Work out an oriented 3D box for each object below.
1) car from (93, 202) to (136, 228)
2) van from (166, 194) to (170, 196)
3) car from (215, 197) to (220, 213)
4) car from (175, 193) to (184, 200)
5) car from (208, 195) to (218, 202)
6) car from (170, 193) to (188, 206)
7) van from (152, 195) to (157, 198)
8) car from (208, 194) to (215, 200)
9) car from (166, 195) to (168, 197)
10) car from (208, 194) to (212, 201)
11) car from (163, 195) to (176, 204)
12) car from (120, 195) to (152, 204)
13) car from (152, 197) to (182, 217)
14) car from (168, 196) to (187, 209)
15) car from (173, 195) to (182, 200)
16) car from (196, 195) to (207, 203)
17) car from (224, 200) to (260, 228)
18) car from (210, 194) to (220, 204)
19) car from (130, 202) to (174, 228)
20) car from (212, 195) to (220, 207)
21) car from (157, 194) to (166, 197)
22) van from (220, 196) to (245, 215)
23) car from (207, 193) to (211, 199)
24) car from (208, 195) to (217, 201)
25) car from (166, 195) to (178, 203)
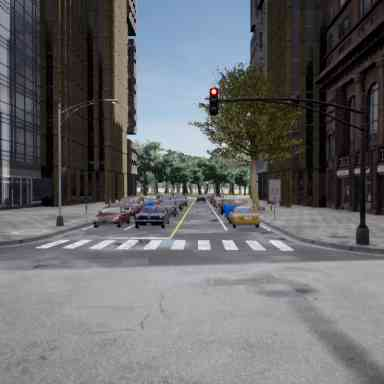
[{"bbox_3d":[-5.170,1.564,21.942,1.802,1.307,4.206,-1,0,1],"label":"car"},{"bbox_3d":[-4.305,1.249,56.010,1.690,1.788,3.998,0,0,1],"label":"van"},{"bbox_3d":[3.641,1.530,33.089,1.947,1.339,4.313,-1,0,1],"label":"car"},{"bbox_3d":[-3.438,1.123,90.076,2.192,1.841,5.009,0,0,1],"label":"car"},{"bbox_3d":[4.653,1.411,72.830,2.008,1.369,4.403,0,0,1],"label":"car"},{"bbox_3d":[-1.721,1.275,50.618,2.097,1.767,4.553,0,0,2],"label":"car"},{"bbox_3d":[-4.884,1.305,33.299,1.690,1.788,3.998,-1,0,1],"label":"van"},{"bbox_3d":[4.946,1.351,84.355,1.752,1.417,4.829,0,0,1],"label":"car"},{"bbox_3d":[-4.592,1.489,44.655,2.008,1.369,4.403,-1,0,1],"label":"car"},{"bbox_3d":[4.219,1.459,55.799,2.008,1.369,4.403,-1,0,1],"label":"car"},{"bbox_3d":[-4.160,1.333,61.687,1.967,1.590,4.097,0,0,1],"label":"car"},{"bbox_3d":[-5.029,1.288,27.620,2.192,1.841,5.009,-1,0,1],"label":"car"},{"bbox_3d":[-2.255,1.472,31.207,1.837,1.490,4.892,0,0,2],"label":"car"},{"bbox_3d":[-2.014,1.549,40.514,1.895,1.301,4.718,0,0,2],"label":"car"},{"bbox_3d":[-3.580,1.371,84.398,1.887,1.381,4.507,0,0,1],"label":"car"},{"bbox_3d":[1.820,1.385,65.877,1.837,1.490,4.892,0,0,1],"label":"car"},{"bbox_3d":[3.356,1.507,21.903,1.752,1.417,4.829,-1,0,1],"label":"car"},{"bbox_3d":[4.075,1.469,50.122,1.887,1.381,4.507,-1,0,1],"label":"car"},{"bbox_3d":[-2.497,1.583,21.871,1.895,1.301,4.718,0,0,2],"label":"car"},{"bbox_3d":[3.935,1.463,44.614,1.752,1.417,4.829,-1,0,1],"label":"car"},{"bbox_3d":[-4.739,1.267,38.976,2.192,1.841,5.009,-1,0,1],"label":"car"},{"bbox_3d":[3.494,1.315,27.412,1.690,1.788,3.998,-1,0,1],"label":"van"},{"bbox_3d":[4.362,1.208,61.475,2.192,1.841,5.009,-1,0,1],"label":"car"},{"bbox_3d":[4.798,1.425,78.508,1.802,1.307,4.206,0,0,1],"label":"car"},{"bbox_3d":[-4.014,1.421,67.365,1.887,1.381,4.507,0,0,1],"label":"car"}]
